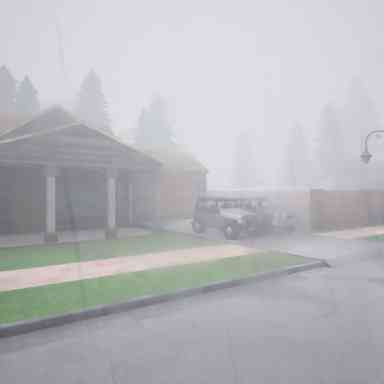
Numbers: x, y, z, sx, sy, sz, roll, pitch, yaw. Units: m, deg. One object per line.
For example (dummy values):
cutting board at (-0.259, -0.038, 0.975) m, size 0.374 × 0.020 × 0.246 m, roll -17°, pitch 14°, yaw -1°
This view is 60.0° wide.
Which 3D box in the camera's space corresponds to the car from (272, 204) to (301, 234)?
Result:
car at (3.415, 1.174, 17.749) m, size 1.932 × 1.855 × 4.605 m, roll 0°, pitch 0°, yaw -36°

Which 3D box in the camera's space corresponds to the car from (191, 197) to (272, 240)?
car at (1.596, 1.176, 15.971) m, size 1.905 × 1.878 × 3.866 m, roll 0°, pitch 0°, yaw -36°
